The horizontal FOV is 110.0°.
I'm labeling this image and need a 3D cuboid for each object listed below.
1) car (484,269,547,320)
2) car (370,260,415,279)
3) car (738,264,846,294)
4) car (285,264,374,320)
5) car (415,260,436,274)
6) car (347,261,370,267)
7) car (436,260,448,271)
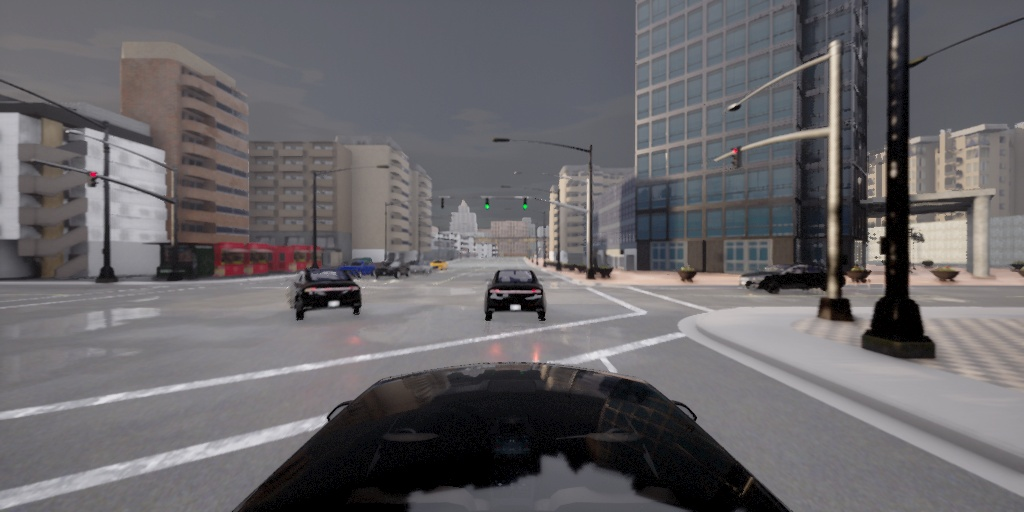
[{"bbox_3d":[0.098,1.199,12.321,2.128,1.511,4.902,0,0,0],"label":"car"},{"bbox_3d":[-10.585,1.173,32.238,1.882,1.535,5.008,0,0,0],"label":"car"},{"bbox_3d":[14.695,1.161,18.970,4.902,1.511,2.128,0,0,1],"label":"car"},{"bbox_3d":[-6.673,1.194,12.602,2.128,1.511,4.902,0,0,-35],"label":"car"},{"bbox_3d":[-10.587,1.352,41.579,1.895,1.301,4.718,0,0,0],"label":"car"},{"bbox_3d":[-14.080,1.172,32.787,1.882,1.535,5.008,0,0,0],"label":"car"},{"bbox_3d":[-10.544,1.318,51.723,1.882,1.535,5.008,0,-1,0],"label":"car"}]
